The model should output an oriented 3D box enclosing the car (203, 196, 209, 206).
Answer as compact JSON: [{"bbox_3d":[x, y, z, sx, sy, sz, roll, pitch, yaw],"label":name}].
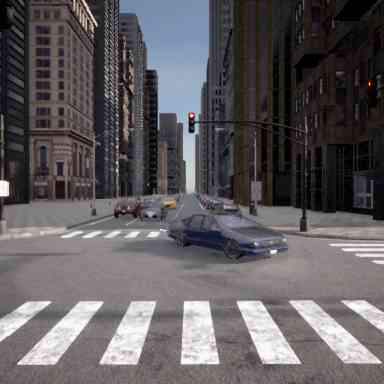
[{"bbox_3d":[2.732,1.550,42.042,1.887,1.381,4.507,0,0,0],"label":"car"}]

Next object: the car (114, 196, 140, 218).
[{"bbox_3d":[-5.786,1.317,30.746,2.192,1.841,5.009,0,0,0],"label":"car"}]

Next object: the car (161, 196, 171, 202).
[{"bbox_3d":[-5.816,1.590,75.871,1.947,1.339,4.313,0,0,0],"label":"car"}]

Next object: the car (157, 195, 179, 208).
[{"bbox_3d":[-3.123,1.483,43.192,1.882,1.535,5.008,0,0,0],"label":"car"}]

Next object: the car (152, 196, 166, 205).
[{"bbox_3d":[-5.805,1.452,58.949,1.967,1.590,4.097,0,0,0],"label":"car"}]

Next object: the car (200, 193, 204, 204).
[{"bbox_3d":[2.724,1.449,53.323,1.967,1.590,4.097,0,0,0],"label":"car"}]

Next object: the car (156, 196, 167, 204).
[{"bbox_3d":[-5.809,1.541,64.420,1.752,1.417,4.829,0,0,0],"label":"car"}]

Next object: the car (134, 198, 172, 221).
[{"bbox_3d":[-3.118,1.493,27.390,2.128,1.511,4.902,0,0,0],"label":"car"}]

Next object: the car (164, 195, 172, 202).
[{"bbox_3d":[-5.820,1.555,81.342,1.752,1.417,4.829,0,0,0],"label":"car"}]

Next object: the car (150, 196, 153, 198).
[{"bbox_3d":[-5.790,1.444,36.387,1.967,1.590,4.097,0,0,0],"label":"car"}]

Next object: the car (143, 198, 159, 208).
[{"bbox_3d":[-5.797,1.589,47.668,1.802,1.307,4.206,0,0,0],"label":"car"}]

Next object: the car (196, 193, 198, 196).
[{"bbox_3d":[2.701,1.561,87.337,1.752,1.417,4.829,0,0,0],"label":"car"}]

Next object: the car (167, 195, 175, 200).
[{"bbox_3d":[-5.828,1.566,92.624,1.752,1.417,4.829,0,0,0],"label":"car"}]

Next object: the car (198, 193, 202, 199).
[{"bbox_3d":[2.716,1.456,64.604,1.967,1.590,4.097,0,0,0],"label":"car"}]

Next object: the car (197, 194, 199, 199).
[{"bbox_3d":[2.709,1.569,75.885,1.887,1.381,4.507,0,0,0],"label":"car"}]

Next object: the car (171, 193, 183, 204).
[{"bbox_3d":[-3.041,1.319,59.884,1.837,1.490,4.892,0,0,0],"label":"car"}]

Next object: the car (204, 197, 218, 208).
[{"bbox_3d":[2.736,1.554,36.402,2.008,1.369,4.403,0,0,0],"label":"car"}]

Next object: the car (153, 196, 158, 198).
[{"bbox_3d":[-5.793,1.571,42.028,1.947,1.339,4.313,0,0,0],"label":"car"}]

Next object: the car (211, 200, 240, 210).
[{"bbox_3d":[2.743,1.552,25.120,2.008,1.369,4.403,0,0,0],"label":"car"}]

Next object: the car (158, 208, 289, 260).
[{"bbox_3d":[1.051,1.539,12.873,2.033,1.411,5.357,0,0,-36],"label":"car"}]
